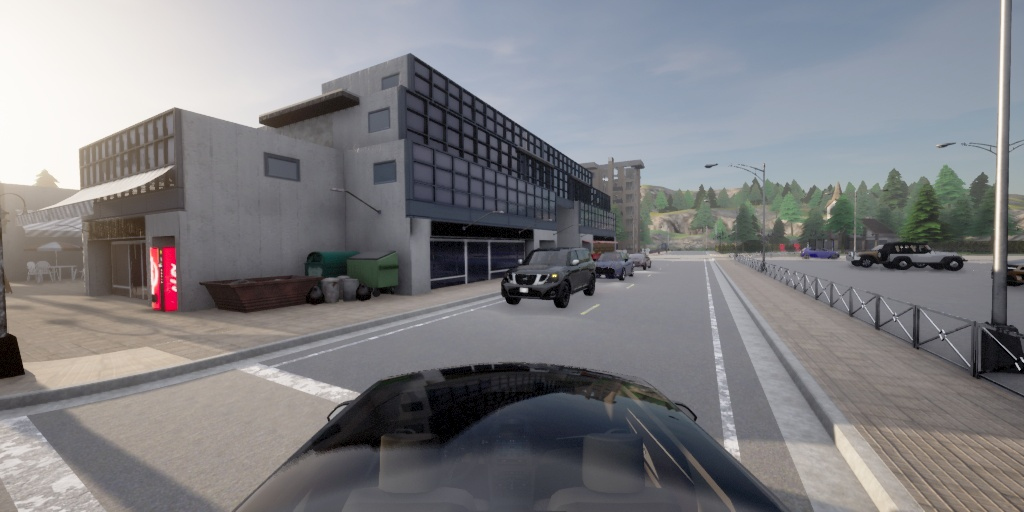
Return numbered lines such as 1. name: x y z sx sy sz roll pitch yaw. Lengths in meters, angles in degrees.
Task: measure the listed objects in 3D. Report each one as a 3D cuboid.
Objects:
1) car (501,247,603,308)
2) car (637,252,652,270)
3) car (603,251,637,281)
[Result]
1. car: 1.677 0.674 13.995 2.150 2.045 5.566 0 2 28
2. car: 11.115 0.418 31.705 1.812 1.442 4.674 0 2 28
3. car: 6.301 0.530 22.677 2.097 1.767 4.553 0 2 28
